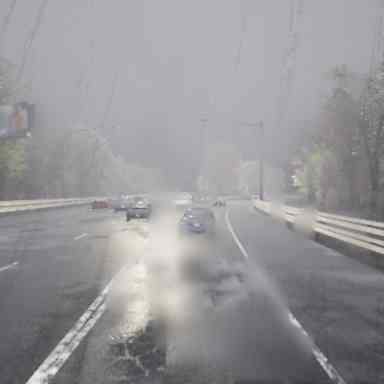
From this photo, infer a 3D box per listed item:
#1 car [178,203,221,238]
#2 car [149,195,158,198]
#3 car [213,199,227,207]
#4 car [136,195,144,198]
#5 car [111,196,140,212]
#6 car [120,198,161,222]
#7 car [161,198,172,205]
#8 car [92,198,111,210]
[{"bbox_3d":[0.380,1.551,17.610,2.033,1.411,5.357,0,0,4],"label":"car"},{"bbox_3d":[-8.335,1.466,73.464,1.882,1.535,5.008,0,0,-1],"label":"car"},{"bbox_3d":[4.635,1.719,54.758,1.895,1.301,4.718,0,0,11],"label":"car"},{"bbox_3d":[-11.862,1.475,74.951,1.837,1.490,4.892,0,0,-1],"label":"car"},{"bbox_3d":[-7.626,1.545,38.430,1.994,1.385,4.181,0,0,-1],"label":"car"},{"bbox_3d":[-3.915,1.484,26.151,2.128,1.511,4.902,0,0,-1],"label":"car"},{"bbox_3d":[-4.454,1.598,57.227,1.895,1.301,4.718,0,0,-1],"label":"car"},{"bbox_3d":[-11.193,1.446,42.223,1.882,1.535,5.008,0,0,-1],"label":"car"}]
